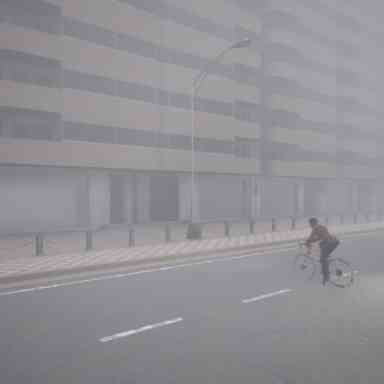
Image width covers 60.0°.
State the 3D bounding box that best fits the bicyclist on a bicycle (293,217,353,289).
[{"bbox_3d":[3.134,1.455,8.139,0.582,1.620,1.656,0,-2,-35],"label":"bicyclist on a bicycle"}]
